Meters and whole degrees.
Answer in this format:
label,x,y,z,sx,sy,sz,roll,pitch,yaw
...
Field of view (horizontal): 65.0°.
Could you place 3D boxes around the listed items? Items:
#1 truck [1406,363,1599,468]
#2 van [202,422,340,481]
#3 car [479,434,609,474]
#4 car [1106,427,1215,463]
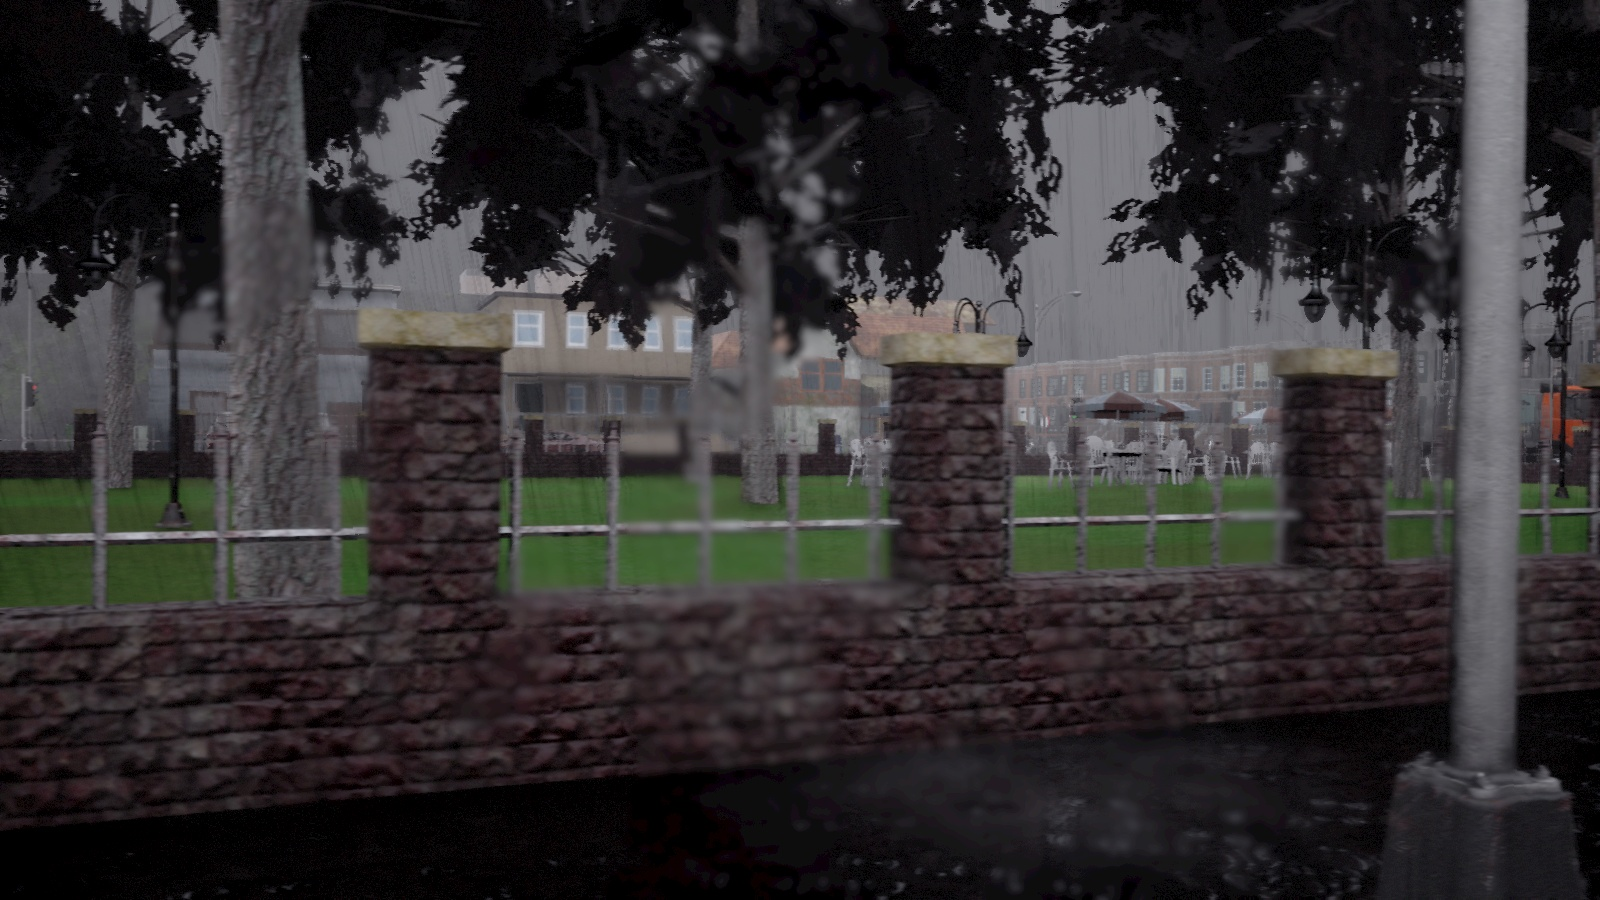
label,x,y,z,sx,sy,sz,roll,pitch,yaw
truck,26.417,-1.214,45.766,2.891,3.462,7.936,-1,1,-21
van,-18.879,0.022,45.032,4.442,1.987,1.775,-1,1,-21
car,-9.875,0.142,48.442,4.674,1.442,1.812,-1,1,-21
car,15.426,-0.229,53.727,4.193,1.474,1.816,-1,1,-21
